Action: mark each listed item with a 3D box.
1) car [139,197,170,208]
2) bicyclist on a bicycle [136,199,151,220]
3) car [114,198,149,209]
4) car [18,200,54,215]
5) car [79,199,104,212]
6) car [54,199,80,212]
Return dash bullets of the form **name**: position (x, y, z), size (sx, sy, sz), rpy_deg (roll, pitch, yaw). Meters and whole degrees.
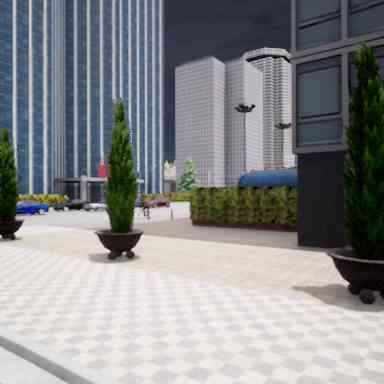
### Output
- **car**: position (-5.289, 1.491, 49.644), size (2.097, 1.767, 4.553), rpy_deg (0, 0, 35)
- **bicyclist on a bicycle**: position (-3.857, 1.378, 26.485), size (1.656, 1.620, 0.582), rpy_deg (-1, 0, 35)
- **car**: position (-9.086, 1.701, 50.335), size (2.033, 1.411, 5.357), rpy_deg (0, 0, 35)
- **car**: position (-16.835, 1.615, 33.202), size (1.882, 1.535, 5.008), rpy_deg (0, 0, 35)
- **car**: position (-11.130, 1.739, 41.338), size (1.895, 1.301, 4.718), rpy_deg (0, 0, 35)
- **car**: position (-15.008, 1.630, 41.906), size (1.882, 1.535, 5.008), rpy_deg (0, 0, 35)
